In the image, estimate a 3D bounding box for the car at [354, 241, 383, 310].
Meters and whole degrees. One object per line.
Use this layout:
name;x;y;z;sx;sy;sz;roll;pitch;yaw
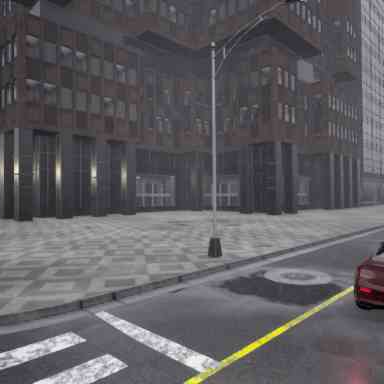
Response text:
car;4.838;1.535;6.820;1.812;1.442;4.674;-1;-1;44
